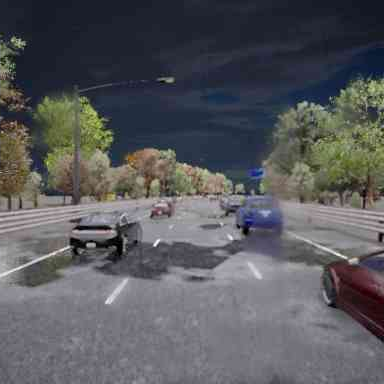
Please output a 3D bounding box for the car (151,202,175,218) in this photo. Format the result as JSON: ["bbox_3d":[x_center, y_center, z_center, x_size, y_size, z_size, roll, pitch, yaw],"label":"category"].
[{"bbox_3d":[-2.722,1.635,31.382,1.812,1.442,4.674,0,0,2],"label":"car"}]

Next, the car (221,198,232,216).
[{"bbox_3d":[4.274,1.627,33.926,1.837,1.490,4.892,0,0,3],"label":"car"}]

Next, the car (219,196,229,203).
[{"bbox_3d":[7.436,1.810,77.315,2.128,1.511,4.902,0,0,6],"label":"car"}]

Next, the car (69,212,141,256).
[{"bbox_3d":[-3.256,1.533,13.282,2.128,1.511,4.902,0,0,1],"label":"car"}]

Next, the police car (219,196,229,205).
[{"bbox_3d":[6.428,1.688,66.596,1.930,1.638,5.238,0,0,5],"label":"police car"}]

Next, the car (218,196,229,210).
[{"bbox_3d":[4.837,1.691,44.788,1.812,1.442,4.674,0,0,3],"label":"car"}]

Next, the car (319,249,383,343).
[{"bbox_3d":[3.637,1.581,5.333,1.994,1.385,4.181,0,0,1],"label":"car"}]

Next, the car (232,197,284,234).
[{"bbox_3d":[3.882,1.293,19.805,2.150,2.045,5.566,0,0,2],"label":"car"}]

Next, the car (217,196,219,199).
[{"bbox_3d":[5.552,1.689,55.643,1.882,1.535,5.008,0,0,4],"label":"car"}]
